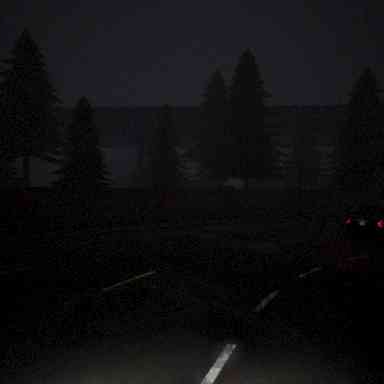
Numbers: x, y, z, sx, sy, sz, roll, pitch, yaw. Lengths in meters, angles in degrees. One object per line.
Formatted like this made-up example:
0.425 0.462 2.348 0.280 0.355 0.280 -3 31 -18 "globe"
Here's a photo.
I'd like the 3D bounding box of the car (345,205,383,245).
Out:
9.111 1.345 14.622 4.553 1.767 2.097 0 0 -20 "car"
